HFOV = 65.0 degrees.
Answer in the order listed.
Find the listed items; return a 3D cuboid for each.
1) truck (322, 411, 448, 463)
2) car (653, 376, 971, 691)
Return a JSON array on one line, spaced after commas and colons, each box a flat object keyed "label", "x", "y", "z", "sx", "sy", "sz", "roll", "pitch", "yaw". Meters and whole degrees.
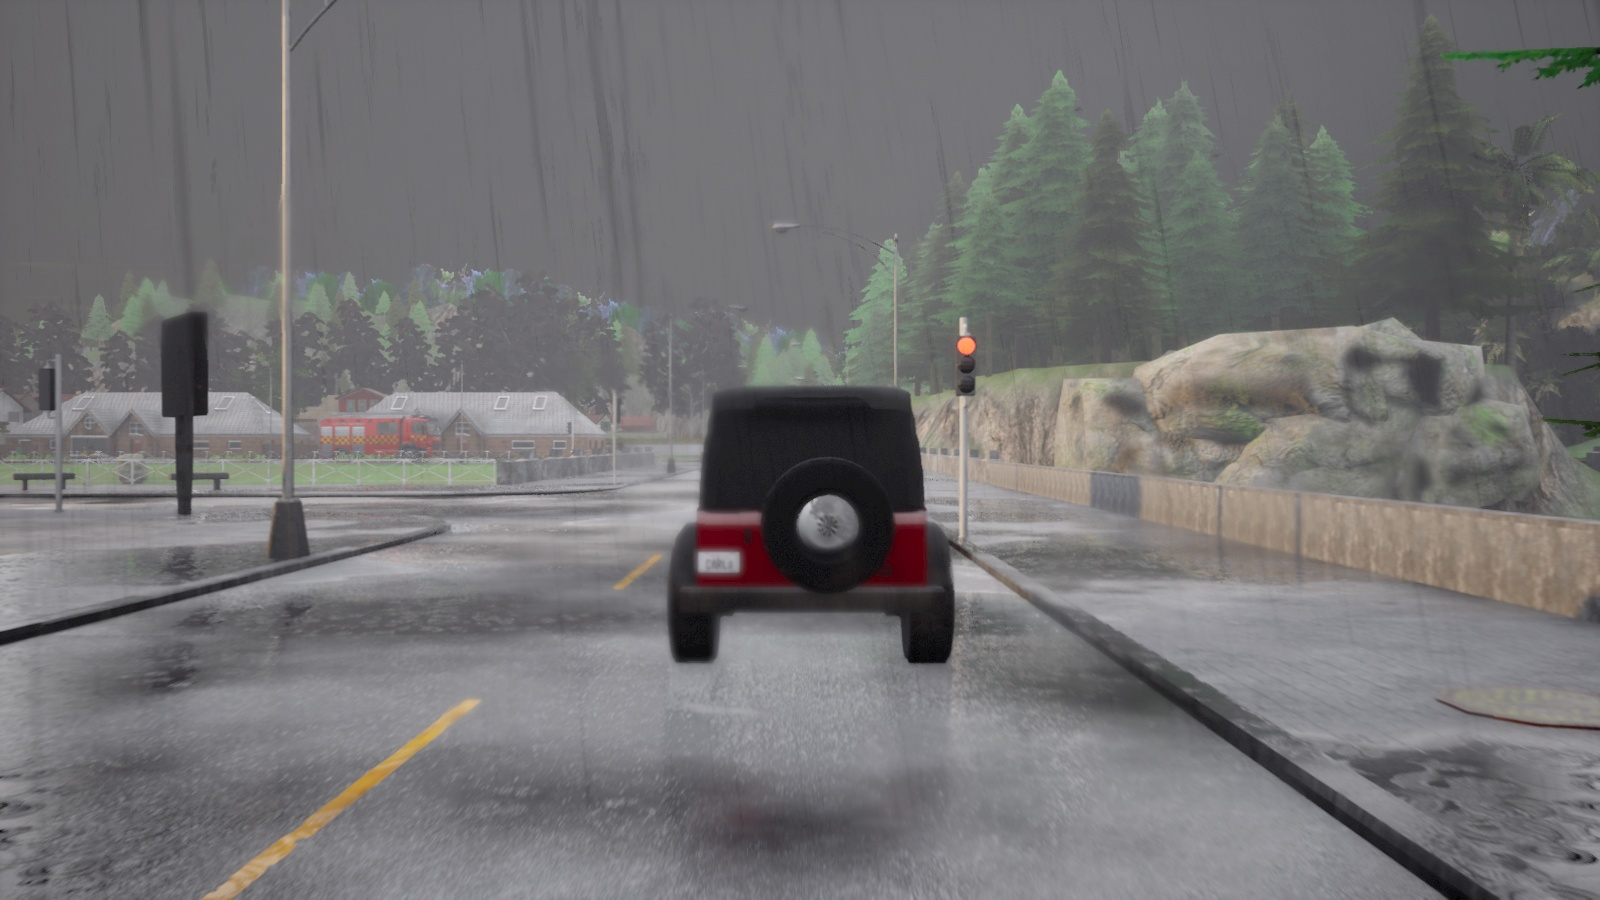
[{"label": "truck", "x": -31.045, "y": -0.973, "z": 94.076, "sx": 8.468, "sy": 3.827, "sz": 2.891, "roll": 0, "pitch": 0, "yaw": 0}, {"label": "car", "x": 0.077, "y": 0.489, "z": 9.447, "sx": 1.905, "sy": 1.878, "sz": 3.866, "roll": 0, "pitch": 0, "yaw": 0}]
